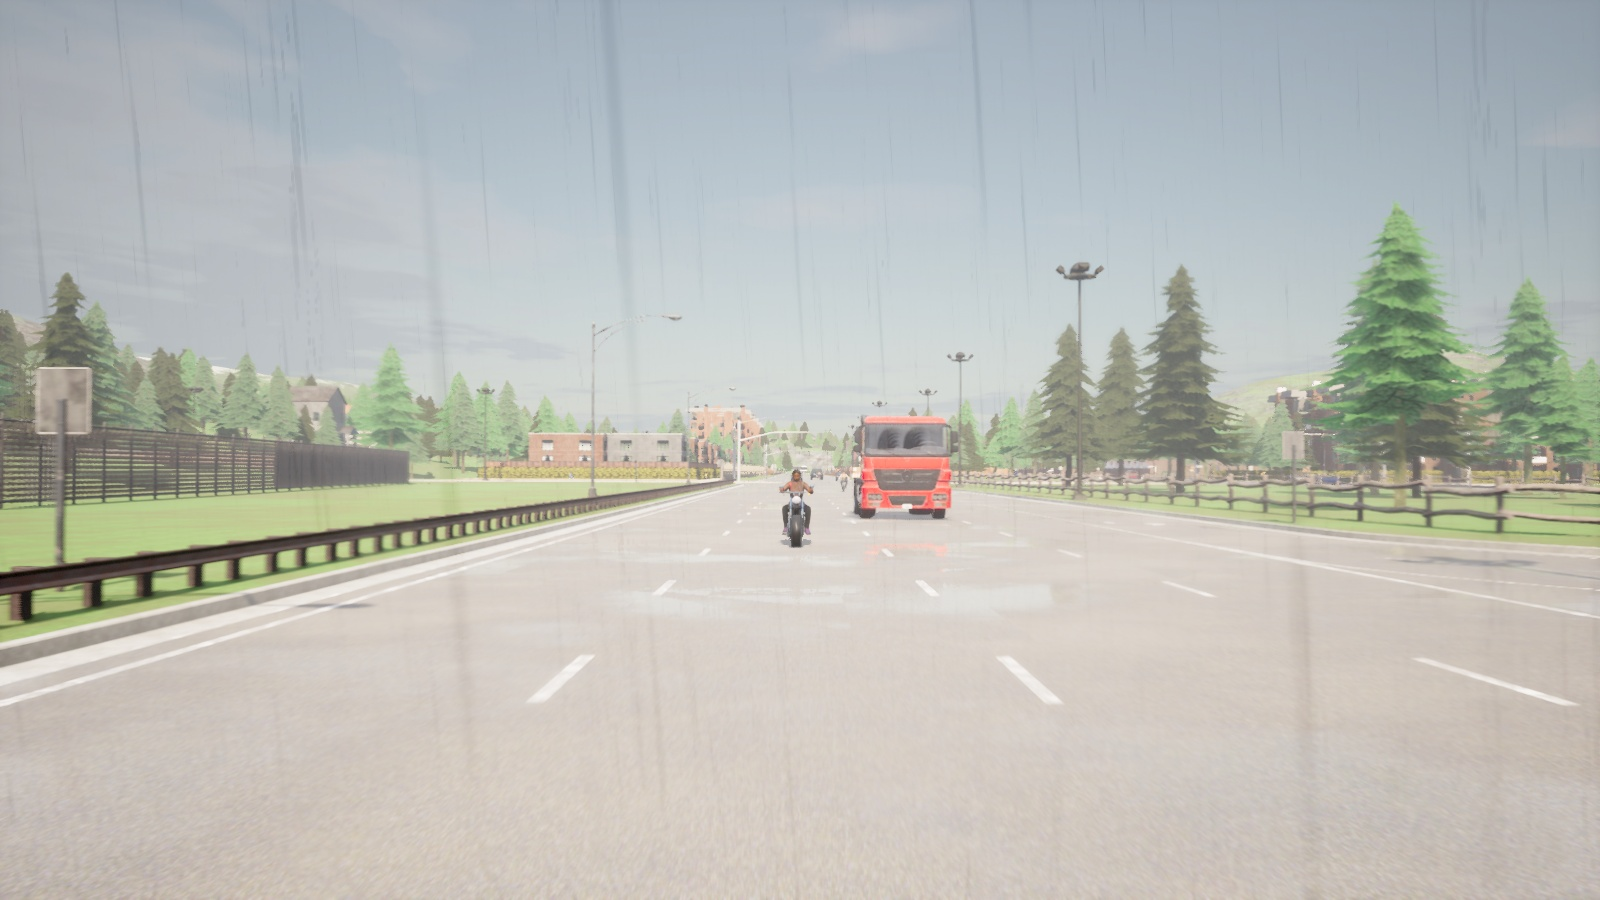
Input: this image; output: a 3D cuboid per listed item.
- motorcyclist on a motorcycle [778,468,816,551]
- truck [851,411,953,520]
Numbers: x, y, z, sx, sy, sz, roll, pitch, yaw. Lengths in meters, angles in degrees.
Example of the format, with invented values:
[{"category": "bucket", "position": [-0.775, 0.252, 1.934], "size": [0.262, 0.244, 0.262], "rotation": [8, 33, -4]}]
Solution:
[{"category": "motorcyclist on a motorcycle", "position": [-0.064, 1.202, 26.178], "size": [0.766, 1.649, 2.350], "rotation": [0, -1, 0]}, {"category": "truck", "position": [3.390, 0.551, 43.878], "size": [2.891, 3.462, 7.936], "rotation": [0, -1, 0]}]
